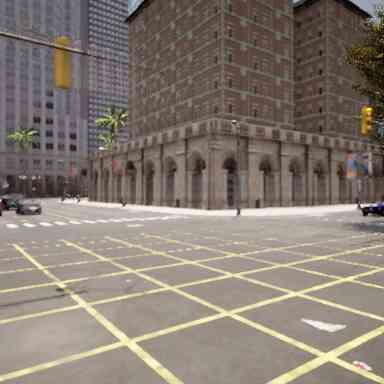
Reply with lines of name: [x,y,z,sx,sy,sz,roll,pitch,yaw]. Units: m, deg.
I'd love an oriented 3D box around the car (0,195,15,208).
car: [-27.959,1.338,49.827,2.097,1.767,4.553,0,0,-35]

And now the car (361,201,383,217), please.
car: [17.596,1.532,30.635,4.718,1.301,1.895,0,0,-35]

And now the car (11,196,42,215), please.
car: [-16.534,1.478,33.668,2.128,1.511,4.902,0,0,-36]

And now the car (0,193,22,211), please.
car: [-22.273,1.208,41.697,2.150,2.045,5.566,0,0,-35]

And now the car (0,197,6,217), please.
car: [-18.930,1.472,31.007,1.882,1.535,5.008,0,0,-36]
